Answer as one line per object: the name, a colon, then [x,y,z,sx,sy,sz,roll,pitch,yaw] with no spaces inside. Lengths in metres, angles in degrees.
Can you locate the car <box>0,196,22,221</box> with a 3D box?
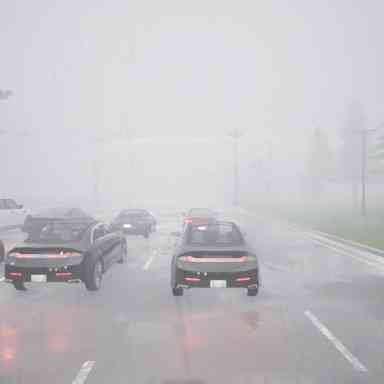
car: [-10.050,1.223,16.623,2.150,2.045,5.566,0,0,0]

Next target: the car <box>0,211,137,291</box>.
car: [-3.033,1.492,9.001,2.128,1.511,4.902,0,0,0]

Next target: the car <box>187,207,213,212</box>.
car: [0.435,1.527,17.688,1.812,1.442,4.674,0,0,0]

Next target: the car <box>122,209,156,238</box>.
car: [-3.057,1.565,17.699,1.994,1.385,4.181,0,0,0]

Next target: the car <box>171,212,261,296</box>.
car: [0.482,1.492,8.607,2.128,1.511,4.902,0,0,0]

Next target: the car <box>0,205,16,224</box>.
car: [-6.532,1.352,7.954,2.097,1.767,4.553,0,0,0]

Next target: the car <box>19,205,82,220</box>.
car: [-6.554,1.479,17.127,1.882,1.535,5.008,0,0,0]
